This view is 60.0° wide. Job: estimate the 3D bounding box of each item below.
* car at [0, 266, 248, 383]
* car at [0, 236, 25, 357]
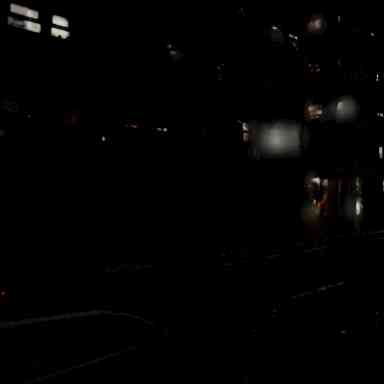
[{"bbox_3d":[-1.771,1.492,2.411,4.902,1.511,2.128,0,0,-35],"label":"car"},{"bbox_3d":[-5.149,1.550,4.001,5.357,1.411,2.033,0,0,-35],"label":"car"}]
